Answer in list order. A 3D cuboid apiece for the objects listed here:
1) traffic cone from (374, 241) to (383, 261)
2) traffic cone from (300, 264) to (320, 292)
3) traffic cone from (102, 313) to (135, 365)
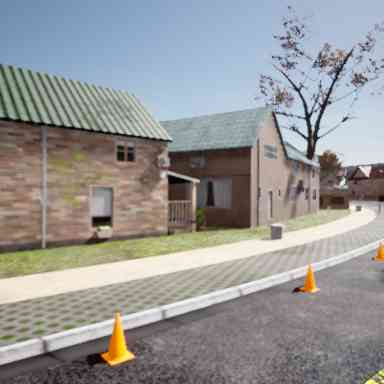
[{"bbox_3d":[6.228,1.928,10.962,0.340,0.580,0.340,0,0,45],"label":"traffic cone"},{"bbox_3d":[2.712,1.943,7.637,0.340,0.580,0.340,0,0,-42],"label":"traffic cone"},{"bbox_3d":[-1.011,1.959,4.547,0.340,0.580,0.340,0,0,-38],"label":"traffic cone"}]
